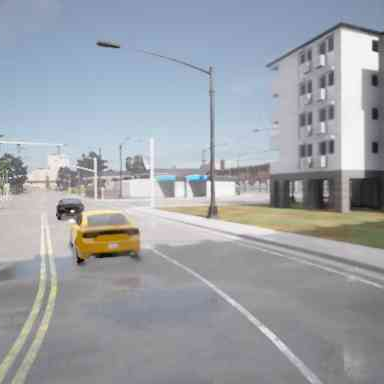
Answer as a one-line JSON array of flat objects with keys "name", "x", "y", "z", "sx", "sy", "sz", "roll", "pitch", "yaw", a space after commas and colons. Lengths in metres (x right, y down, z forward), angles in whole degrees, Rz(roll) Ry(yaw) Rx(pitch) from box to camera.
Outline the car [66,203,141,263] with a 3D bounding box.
[{"name": "car", "x": -3.198, "y": 1.359, "z": 11.725, "sx": 1.882, "sy": 1.535, "sz": 5.008, "roll": -1, "pitch": 1, "yaw": -23}]

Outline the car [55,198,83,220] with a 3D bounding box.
[{"name": "car", "x": -9.561, "y": 1.241, "z": 26.053, "sx": 1.882, "sy": 1.535, "sz": 5.008, "roll": -1, "pitch": 0, "yaw": -24}]
